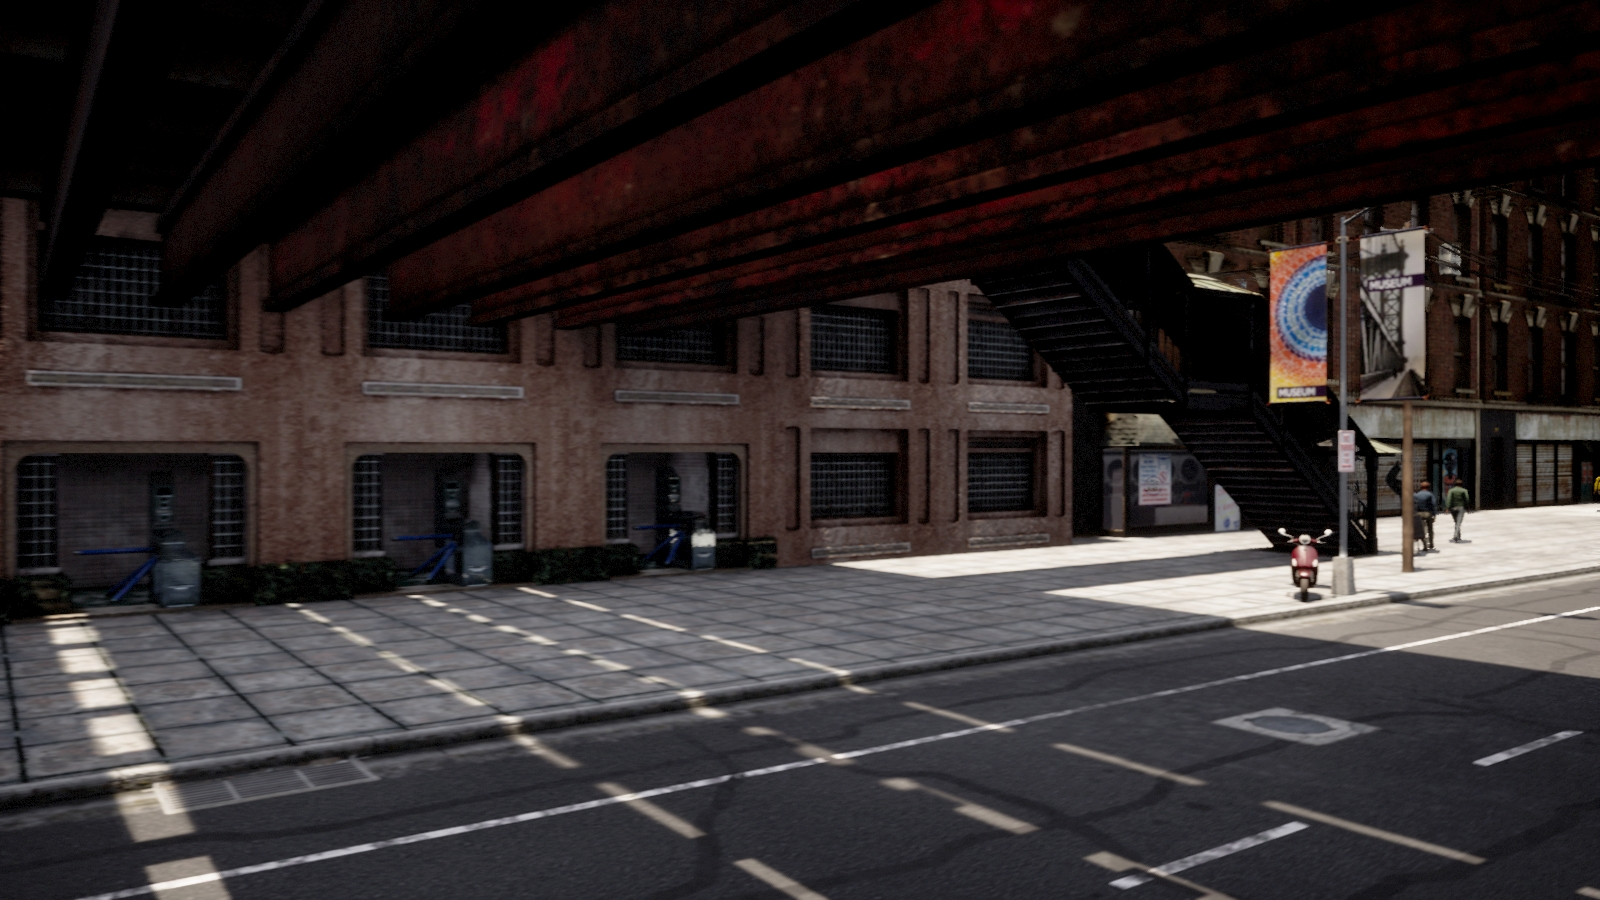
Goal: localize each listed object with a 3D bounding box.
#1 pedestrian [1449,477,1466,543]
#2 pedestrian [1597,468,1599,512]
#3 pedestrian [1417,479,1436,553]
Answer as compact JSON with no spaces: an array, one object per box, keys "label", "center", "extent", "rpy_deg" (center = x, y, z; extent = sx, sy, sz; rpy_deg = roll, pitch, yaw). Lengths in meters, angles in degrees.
[{"label":"pedestrian","center":[18.752,1.696,32.568],"extent":[0.375,1.860,0.375],"rpy_deg":[0,0,39]},{"label":"pedestrian","center":[34.094,1.696,48.550],"extent":[0.375,1.860,0.375],"rpy_deg":[0,0,34]},{"label":"pedestrian","center":[16.152,1.696,29.454],"extent":[0.375,1.860,0.375],"rpy_deg":[0,0,37]}]
